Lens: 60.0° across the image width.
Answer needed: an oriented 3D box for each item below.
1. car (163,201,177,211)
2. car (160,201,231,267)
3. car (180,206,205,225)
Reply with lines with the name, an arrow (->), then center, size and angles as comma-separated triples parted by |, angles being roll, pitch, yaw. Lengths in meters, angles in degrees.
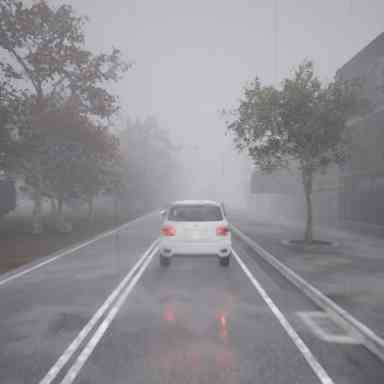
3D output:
car -> -3.343, 2.120, 50.985 | 1.895, 1.301, 4.718 | 0, -1, 0
car -> 0.070, 1.328, 11.999 | 2.150, 2.045, 5.566 | 0, -1, -1
car -> 0.054, 1.872, 27.218 | 1.895, 1.301, 4.718 | 0, -1, 0
